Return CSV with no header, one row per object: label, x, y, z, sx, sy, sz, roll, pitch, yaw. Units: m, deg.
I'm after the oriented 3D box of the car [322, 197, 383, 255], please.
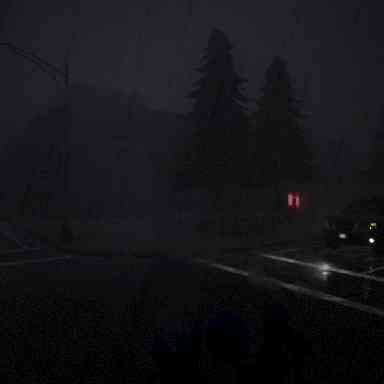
car,7.698,1.248,13.745,5.566,2.045,2.150,0,0,-37
